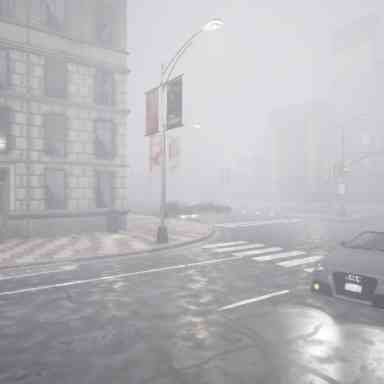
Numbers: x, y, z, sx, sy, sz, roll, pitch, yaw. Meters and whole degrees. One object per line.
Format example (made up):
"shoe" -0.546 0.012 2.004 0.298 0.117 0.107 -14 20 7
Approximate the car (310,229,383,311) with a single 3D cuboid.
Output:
"car" 4.426 1.564 7.402 4.181 1.385 1.994 0 0 -42

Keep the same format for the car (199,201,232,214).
"car" 2.082 1.601 34.965 1.895 1.301 4.718 0 0 -36

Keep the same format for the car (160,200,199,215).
"car" -1.579 1.564 34.067 1.994 1.385 4.181 0 0 -36
